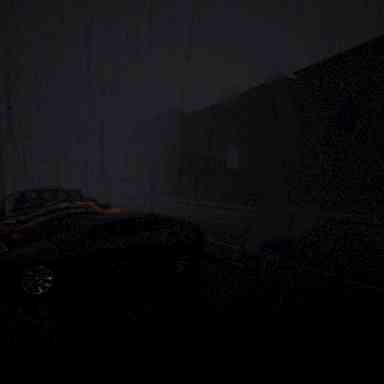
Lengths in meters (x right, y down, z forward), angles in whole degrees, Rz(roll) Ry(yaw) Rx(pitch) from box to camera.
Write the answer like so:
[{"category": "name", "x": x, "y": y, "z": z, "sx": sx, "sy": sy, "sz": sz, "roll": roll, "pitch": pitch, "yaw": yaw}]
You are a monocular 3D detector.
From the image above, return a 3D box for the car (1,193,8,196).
[{"category": "car", "x": -25.247, "y": 0.724, "z": 45.681, "sx": 1.895, "sy": 1.301, "sz": 4.718, "roll": -3, "pitch": 3, "yaw": -26}]

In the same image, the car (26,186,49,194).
[{"category": "car", "x": -35.600, "y": -0.518, "z": 76.579, "sx": 4.674, "sy": 1.452, "sz": 2.002, "roll": -3, "pitch": 3, "yaw": -26}]

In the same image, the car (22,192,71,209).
[{"category": "car", "x": -15.690, "y": 0.837, "z": 36.009, "sx": 4.674, "sy": 1.452, "sz": 2.002, "roll": -3, "pitch": 3, "yaw": -26}]

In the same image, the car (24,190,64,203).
[{"category": "car", "x": -19.428, "y": 0.585, "z": 43.613, "sx": 4.674, "sy": 1.452, "sz": 2.002, "roll": -3, "pitch": 3, "yaw": -26}]

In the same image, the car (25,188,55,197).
[{"category": "car", "x": -26.889, "y": 0.079, "z": 58.829, "sx": 4.674, "sy": 1.452, "sz": 2.002, "roll": -3, "pitch": 3, "yaw": -26}]

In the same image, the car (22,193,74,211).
[{"category": "car", "x": -14.447, "y": 0.917, "z": 33.463, "sx": 4.674, "sy": 1.452, "sz": 2.002, "roll": -3, "pitch": 3, "yaw": -26}]

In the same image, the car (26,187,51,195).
[{"category": "car", "x": -31.866, "y": -0.259, "z": 68.972, "sx": 4.674, "sy": 1.452, "sz": 2.002, "roll": -3, "pitch": 3, "yaw": -26}]

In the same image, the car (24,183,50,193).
[{"category": "car", "x": -36.828, "y": -0.898, "z": 79.112, "sx": 5.566, "sy": 2.045, "sz": 2.435, "roll": -3, "pitch": 3, "yaw": -26}]

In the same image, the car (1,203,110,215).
[{"category": "car", "x": -3.255, "y": 1.257, "z": 10.614, "sx": 4.674, "sy": 1.452, "sz": 2.002, "roll": -3, "pitch": 2, "yaw": -26}]

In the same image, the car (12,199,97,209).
[{"category": "car", "x": -4.498, "y": 1.222, "z": 13.151, "sx": 4.674, "sy": 1.452, "sz": 2.002, "roll": -3, "pitch": 2, "yaw": -26}]

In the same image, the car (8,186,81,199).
[{"category": "car", "x": -9.452, "y": 0.792, "z": 23.306, "sx": 5.566, "sy": 2.045, "sz": 2.435, "roll": -3, "pitch": 2, "yaw": -26}]

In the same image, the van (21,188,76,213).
[{"category": "van", "x": -13.256, "y": 0.718, "z": 30.747, "sx": 4.442, "sy": 1.987, "sz": 1.878, "roll": -3, "pitch": 2, "yaw": -26}]

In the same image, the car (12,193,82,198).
[{"category": "car", "x": -8.230, "y": 1.078, "z": 20.761, "sx": 5.008, "sy": 1.535, "sz": 2.097, "roll": -3, "pitch": 2, "yaw": -26}]

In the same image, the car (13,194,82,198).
[{"category": "car", "x": -6.979, "y": 1.113, "z": 18.229, "sx": 5.008, "sy": 1.535, "sz": 2.097, "roll": -3, "pitch": 2, "yaw": -26}]

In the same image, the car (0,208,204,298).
[{"category": "car", "x": -2.036, "y": 1.282, "z": 8.064, "sx": 4.792, "sy": 1.488, "sz": 2.163, "roll": -3, "pitch": 2, "yaw": -26}]

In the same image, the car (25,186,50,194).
[{"category": "car", "x": -34.353, "y": -0.470, "z": 74.042, "sx": 5.008, "sy": 1.535, "sz": 2.097, "roll": -3, "pitch": 3, "yaw": -26}]

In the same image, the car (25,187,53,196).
[{"category": "car", "x": -29.354, "y": -0.101, "z": 63.911, "sx": 4.792, "sy": 1.488, "sz": 2.163, "roll": -3, "pitch": 3, "yaw": -26}]

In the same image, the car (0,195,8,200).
[{"category": "car", "x": -14.747, "y": 1.241, "z": 24.273, "sx": 1.812, "sy": 1.442, "sz": 4.674, "roll": -3, "pitch": 2, "yaw": -26}]

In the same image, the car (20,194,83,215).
[{"category": "car", "x": -11.955, "y": 1.015, "z": 28.376, "sx": 4.674, "sy": 1.452, "sz": 2.002, "roll": -3, "pitch": 2, "yaw": -26}]

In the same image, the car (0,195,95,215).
[{"category": "car", "x": -5.907, "y": 1.153, "z": 15.607, "sx": 5.366, "sy": 1.575, "sz": 1.946, "roll": -3, "pitch": 2, "yaw": -26}]
